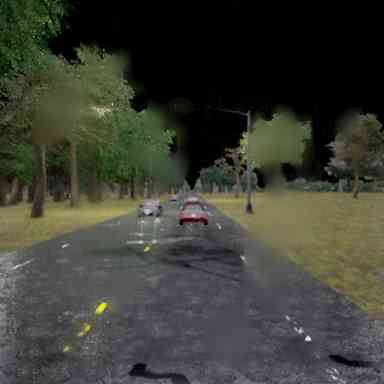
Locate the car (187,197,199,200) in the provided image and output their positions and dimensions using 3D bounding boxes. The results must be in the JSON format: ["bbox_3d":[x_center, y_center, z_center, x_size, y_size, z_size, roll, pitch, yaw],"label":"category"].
[{"bbox_3d":[0.093,1.385,42.012,1.882,1.535,5.008,0,0,0],"label":"car"}]

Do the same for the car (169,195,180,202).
[{"bbox_3d":[-3.494,1.360,67.588,1.994,1.385,4.181,0,0,0],"label":"car"}]

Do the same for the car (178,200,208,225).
[{"bbox_3d":[0.103,1.524,24.048,1.994,1.385,4.181,0,0,0],"label":"car"}]

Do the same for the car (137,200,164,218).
[{"bbox_3d":[-3.591,1.438,29.348,2.128,1.511,4.902,0,0,0],"label":"car"}]
